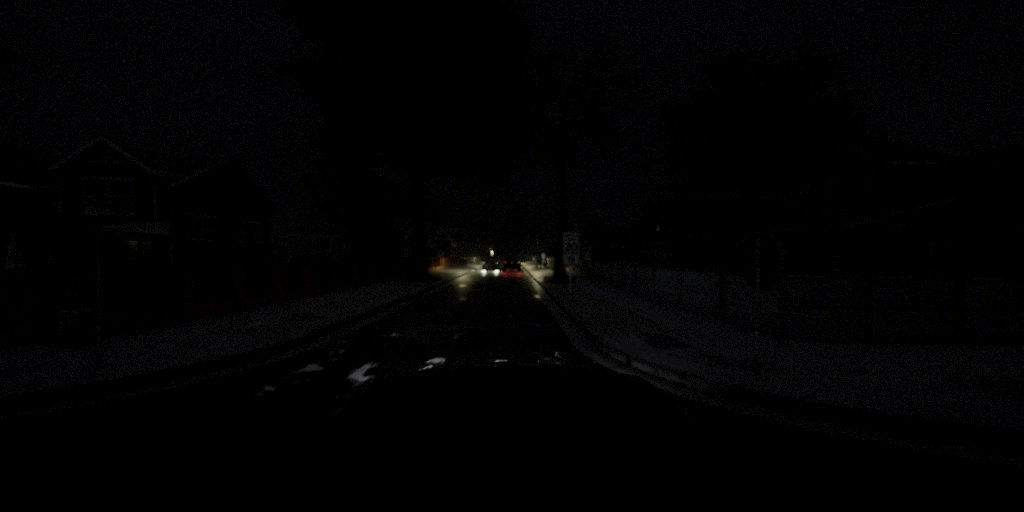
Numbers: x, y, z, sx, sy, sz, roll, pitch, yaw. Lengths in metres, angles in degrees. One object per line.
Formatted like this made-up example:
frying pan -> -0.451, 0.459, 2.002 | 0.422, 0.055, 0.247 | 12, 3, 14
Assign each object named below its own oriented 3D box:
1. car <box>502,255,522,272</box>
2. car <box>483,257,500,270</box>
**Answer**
car -> -0.017, 0.838, 44.311 | 2.150, 2.045, 5.566 | 0, 0, 0
car -> -2.770, 0.936, 48.480 | 2.097, 1.767, 4.553 | 0, 0, 0
